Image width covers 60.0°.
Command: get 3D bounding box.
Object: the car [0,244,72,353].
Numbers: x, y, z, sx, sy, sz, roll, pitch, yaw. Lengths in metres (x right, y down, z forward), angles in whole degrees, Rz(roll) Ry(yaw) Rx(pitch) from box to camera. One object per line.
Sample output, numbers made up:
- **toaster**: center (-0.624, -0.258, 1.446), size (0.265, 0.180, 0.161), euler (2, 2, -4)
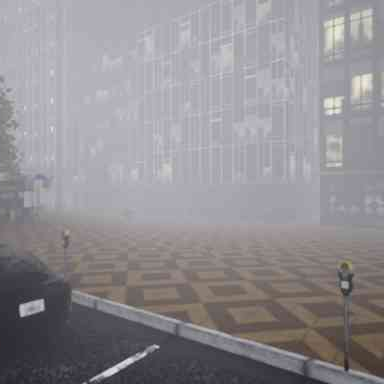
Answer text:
- **car**: center (-3.795, 1.557, 5.590), size (4.313, 1.339, 1.947), euler (0, 0, 36)
